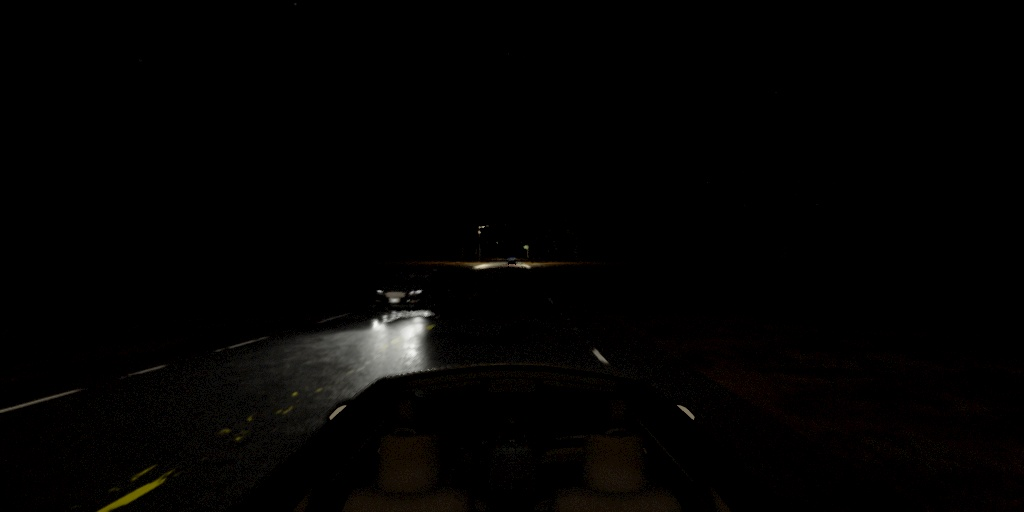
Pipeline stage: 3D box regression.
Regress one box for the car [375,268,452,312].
[{"bbox_3d":[-3.784,1.233,14.533,2.128,1.511,4.902,0,0,4],"label":"car"}]
